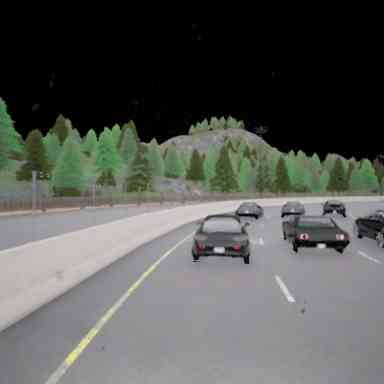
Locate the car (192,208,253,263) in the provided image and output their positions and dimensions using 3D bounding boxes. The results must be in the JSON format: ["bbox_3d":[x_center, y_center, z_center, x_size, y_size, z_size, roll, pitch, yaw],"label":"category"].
[{"bbox_3d":[1.105,1.516,11.956,1.812,1.442,4.674,0,0,8],"label":"car"}]

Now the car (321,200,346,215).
[{"bbox_3d":[13.471,1.515,31.624,1.837,1.490,4.892,0,0,21],"label":"car"}]

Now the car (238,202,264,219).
[{"bbox_3d":[5.059,1.549,28.859,1.994,1.385,4.181,0,0,18],"label":"car"}]

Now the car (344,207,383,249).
[{"bbox_3d":[8.569,1.504,14.412,2.128,1.511,4.902,0,0,9],"label":"car"}]

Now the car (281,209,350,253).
[{"bbox_3d":[4.893,1.602,13.838,1.895,1.301,4.718,0,0,9],"label":"car"}]

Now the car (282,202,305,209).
[{"bbox_3d":[9.354,1.562,30.573,1.994,1.385,4.181,0,0,20],"label":"car"}]
